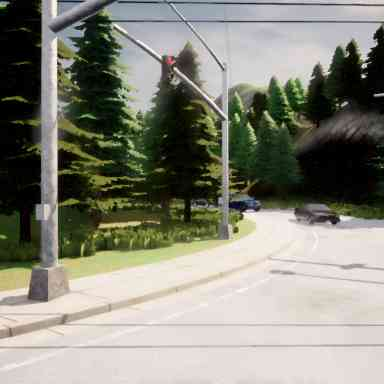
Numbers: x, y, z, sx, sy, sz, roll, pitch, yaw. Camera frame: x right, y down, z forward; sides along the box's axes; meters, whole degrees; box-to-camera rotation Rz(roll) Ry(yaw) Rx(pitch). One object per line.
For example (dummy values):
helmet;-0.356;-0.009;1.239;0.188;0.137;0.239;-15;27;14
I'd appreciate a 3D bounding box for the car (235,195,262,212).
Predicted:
car;5.569;1.224;38.037;2.150;2.045;5.566;0;0;-28

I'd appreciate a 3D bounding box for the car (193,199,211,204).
car;2.036;1.505;50.039;1.837;1.490;4.892;0;0;-37

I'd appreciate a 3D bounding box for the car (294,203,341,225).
car;9.026;1.547;24.506;2.033;1.411;5.357;0;0;2
